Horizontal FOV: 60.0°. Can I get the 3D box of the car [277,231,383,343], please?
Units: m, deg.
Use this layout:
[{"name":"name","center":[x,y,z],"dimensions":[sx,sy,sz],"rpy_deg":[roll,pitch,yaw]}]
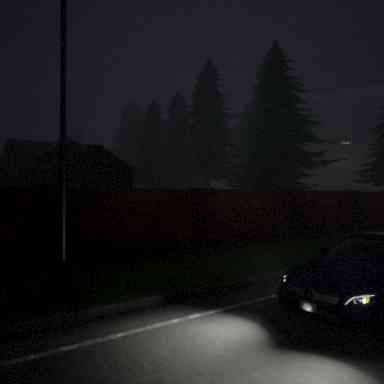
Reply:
[{"name":"car","center":[3.735,1.545,6.542],"dimensions":[4.674,1.442,1.812],"rpy_deg":[0,0,-35]}]
